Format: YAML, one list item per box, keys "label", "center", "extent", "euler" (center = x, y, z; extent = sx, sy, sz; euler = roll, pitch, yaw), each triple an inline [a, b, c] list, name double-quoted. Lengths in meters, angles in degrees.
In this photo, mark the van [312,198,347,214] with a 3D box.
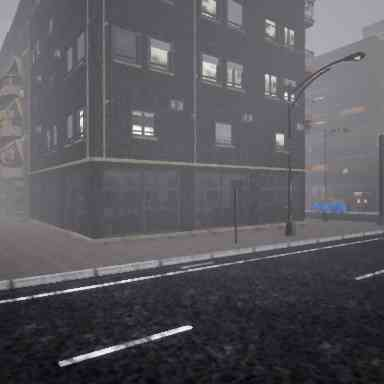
- label: "van"
  center: [16.027, 1.606, 38.923]
  extent: [1.690, 1.788, 3.998]
  euler: [-1, 0, -36]
